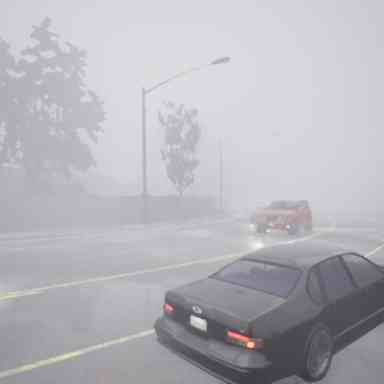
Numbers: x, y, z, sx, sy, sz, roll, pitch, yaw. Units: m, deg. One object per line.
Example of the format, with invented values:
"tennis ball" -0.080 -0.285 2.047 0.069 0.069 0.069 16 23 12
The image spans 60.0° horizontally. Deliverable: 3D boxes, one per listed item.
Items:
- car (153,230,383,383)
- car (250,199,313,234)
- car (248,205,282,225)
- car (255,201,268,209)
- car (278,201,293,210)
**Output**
"car" 1.967 1.606 5.555 5.357 1.411 2.033 1 -1 -41
"car" 5.904 1.484 20.718 2.150 2.045 5.566 0 -1 34
"car" 6.353 1.925 28.473 1.812 1.442 4.674 0 -1 25
"car" 14.272 2.614 68.630 2.128 1.511 4.902 -1 -1 7
"car" 16.582 2.429 59.278 1.812 1.442 4.674 -1 -1 8
